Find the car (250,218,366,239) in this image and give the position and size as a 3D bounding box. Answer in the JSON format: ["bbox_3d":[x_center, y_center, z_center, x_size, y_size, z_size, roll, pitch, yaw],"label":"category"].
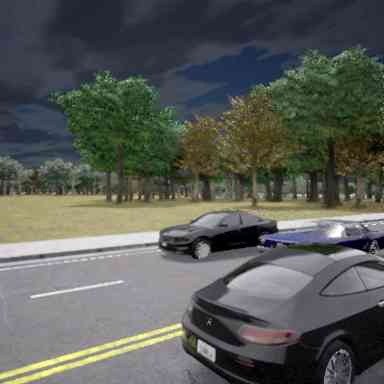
[{"bbox_3d":[4.314,1.568,10.753,4.718,1.301,1.895,0,0,-35],"label":"car"}]

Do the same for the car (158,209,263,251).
[{"bbox_3d":[1.118,1.450,12.465,5.008,1.535,1.882,0,0,-35],"label":"car"}]

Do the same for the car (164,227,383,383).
[{"bbox_3d":[2.026,1.511,4.883,4.674,1.442,1.812,0,0,-35],"label":"car"}]
